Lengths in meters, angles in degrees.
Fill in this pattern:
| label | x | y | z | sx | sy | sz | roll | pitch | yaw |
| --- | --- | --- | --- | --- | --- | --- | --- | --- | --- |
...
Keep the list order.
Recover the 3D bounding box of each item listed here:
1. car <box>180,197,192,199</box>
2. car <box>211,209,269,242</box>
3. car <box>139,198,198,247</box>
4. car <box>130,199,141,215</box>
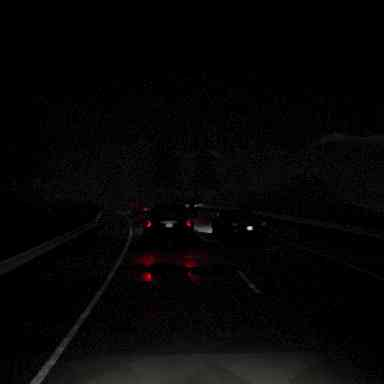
| label | x | y | z | sx | sy | sz | roll | pitch | yaw |
| --- | --- | --- | --- | --- | --- | --- | --- | --- | --- |
| car | -0.969 | 1.294 | 31.566 | 2.097 | 1.767 | 4.553 | 0 | 0 | -15 |
| car | 2.224 | 1.529 | 16.322 | 1.994 | 1.385 | 4.181 | 0 | 0 | -8 |
| car | -1.155 | 1.324 | 15.141 | 2.097 | 1.767 | 4.553 | 0 | 0 | -7 |
| car | -4.953 | 1.423 | 32.832 | 1.882 | 1.535 | 5.008 | 0 | 0 | -16 |
